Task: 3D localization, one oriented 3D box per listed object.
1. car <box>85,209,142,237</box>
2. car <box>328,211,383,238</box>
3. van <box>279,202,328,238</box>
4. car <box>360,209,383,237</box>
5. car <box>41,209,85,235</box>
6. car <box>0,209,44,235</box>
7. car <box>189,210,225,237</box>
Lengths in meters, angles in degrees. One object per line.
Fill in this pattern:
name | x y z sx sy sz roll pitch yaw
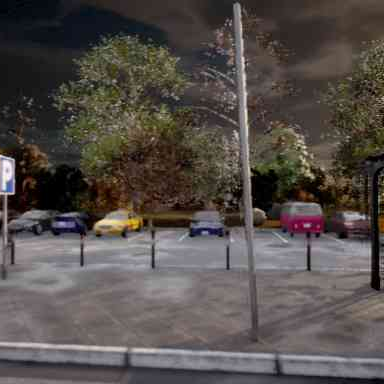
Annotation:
car | -4.570 1.880 21.134 1.946 1.575 5.366 0 -1 6
car | 9.252 1.873 19.890 2.002 1.452 4.674 0 -1 6
van | 6.504 1.620 20.299 1.878 1.987 4.442 0 -1 6
car | 12.015 1.822 19.603 2.097 1.535 5.008 0 -1 6
car | -7.309 1.928 21.632 2.163 1.488 4.792 0 -1 6
car | -10.071 1.910 21.895 2.231 1.521 4.892 0 -1 6
car | 0.969 1.894 20.719 2.163 1.488 4.792 0 -1 6
